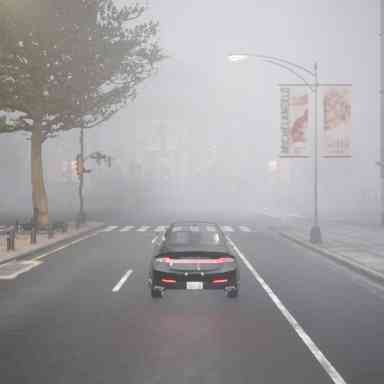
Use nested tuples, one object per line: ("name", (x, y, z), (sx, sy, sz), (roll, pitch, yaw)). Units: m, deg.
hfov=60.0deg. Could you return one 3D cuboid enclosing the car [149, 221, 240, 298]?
("car", (0.061, 1.491, 8.489), (2.128, 1.511, 4.902), (0, 0, 0))
